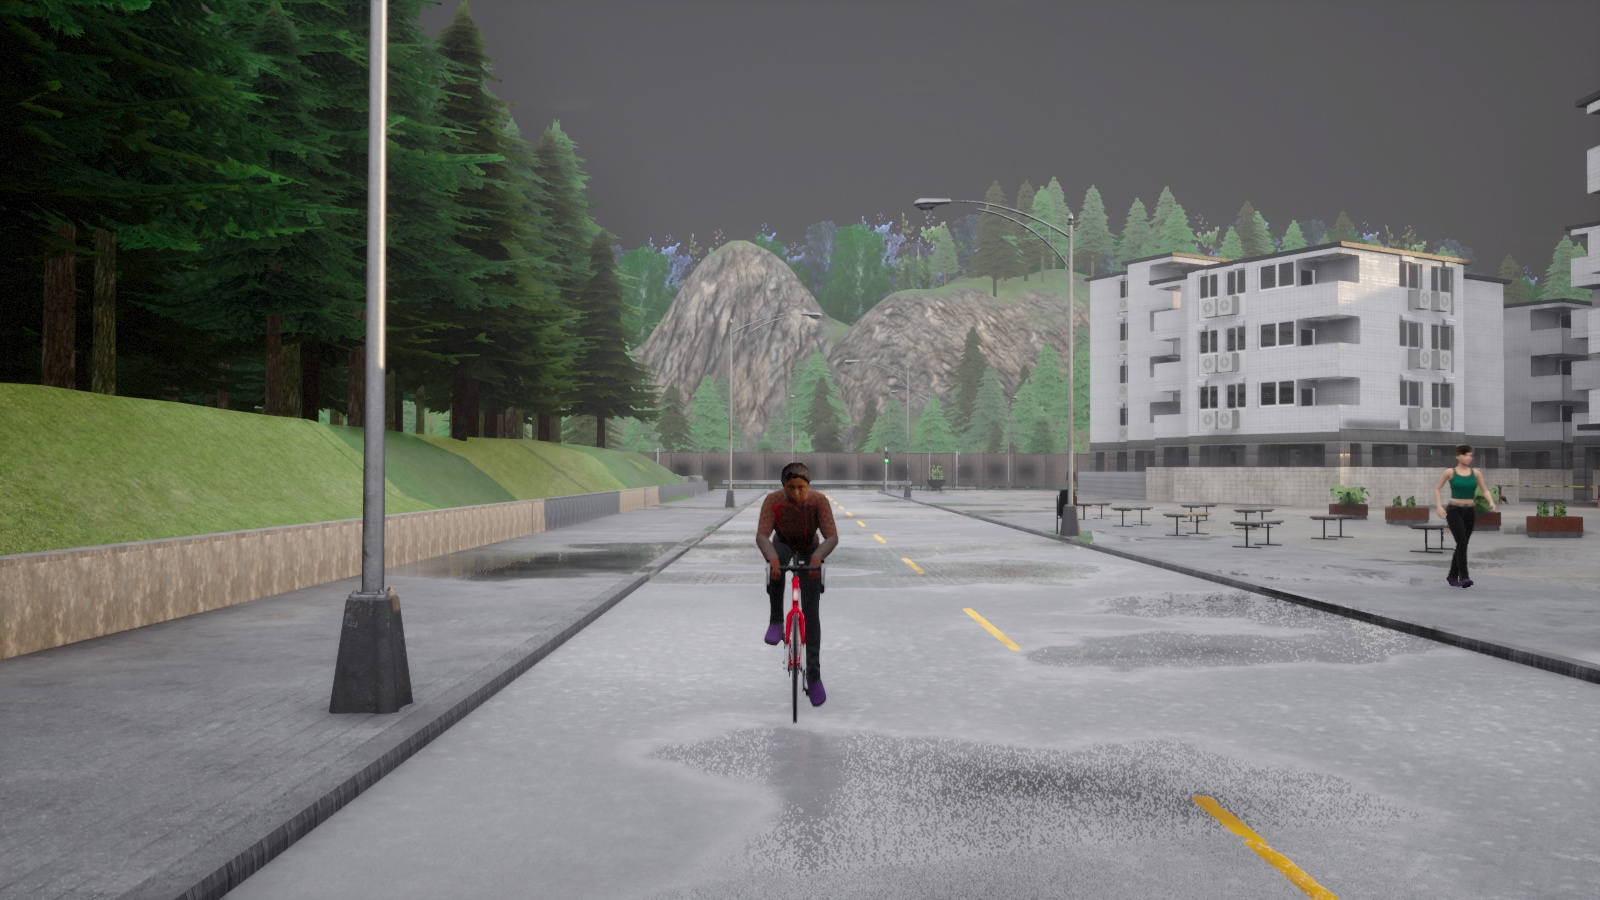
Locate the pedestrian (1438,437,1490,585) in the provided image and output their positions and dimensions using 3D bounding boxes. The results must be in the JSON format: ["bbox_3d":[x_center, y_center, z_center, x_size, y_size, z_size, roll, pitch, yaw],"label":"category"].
[{"bbox_3d":[8.396,0.756,15.892,0.345,1.836,0.594,0,-1,2],"label":"pedestrian"}]

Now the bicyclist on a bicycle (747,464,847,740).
[{"bbox_3d":[-0.022,0.906,8.240,0.582,1.620,1.656,0,-1,0],"label":"bicyclist on a bicycle"}]
